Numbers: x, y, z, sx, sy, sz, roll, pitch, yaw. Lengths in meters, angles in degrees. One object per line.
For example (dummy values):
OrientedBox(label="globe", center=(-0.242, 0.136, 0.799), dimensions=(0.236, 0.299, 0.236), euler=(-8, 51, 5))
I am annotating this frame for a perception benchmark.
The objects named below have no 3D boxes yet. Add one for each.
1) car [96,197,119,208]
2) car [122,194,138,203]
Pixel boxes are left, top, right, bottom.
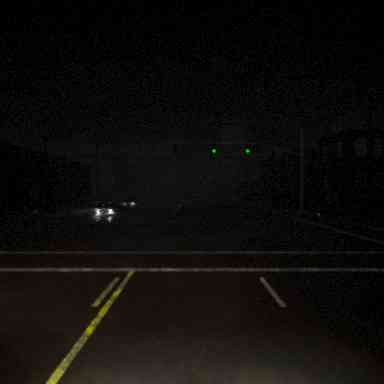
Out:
OrientedBox(label="car", center=(-10.590, 1.287, 41.958), dimensions=(1.895, 1.301, 4.718), euler=(0, 0, 0))
OrientedBox(label="car", center=(-10.543, 1.120, 57.249), dimensions=(2.033, 1.411, 5.357), euler=(0, 0, 1))
